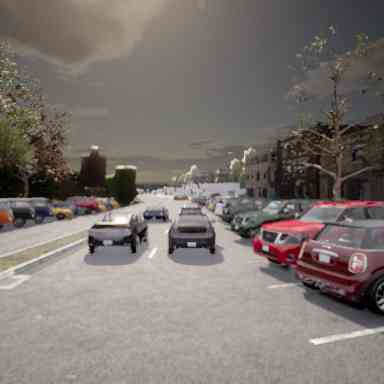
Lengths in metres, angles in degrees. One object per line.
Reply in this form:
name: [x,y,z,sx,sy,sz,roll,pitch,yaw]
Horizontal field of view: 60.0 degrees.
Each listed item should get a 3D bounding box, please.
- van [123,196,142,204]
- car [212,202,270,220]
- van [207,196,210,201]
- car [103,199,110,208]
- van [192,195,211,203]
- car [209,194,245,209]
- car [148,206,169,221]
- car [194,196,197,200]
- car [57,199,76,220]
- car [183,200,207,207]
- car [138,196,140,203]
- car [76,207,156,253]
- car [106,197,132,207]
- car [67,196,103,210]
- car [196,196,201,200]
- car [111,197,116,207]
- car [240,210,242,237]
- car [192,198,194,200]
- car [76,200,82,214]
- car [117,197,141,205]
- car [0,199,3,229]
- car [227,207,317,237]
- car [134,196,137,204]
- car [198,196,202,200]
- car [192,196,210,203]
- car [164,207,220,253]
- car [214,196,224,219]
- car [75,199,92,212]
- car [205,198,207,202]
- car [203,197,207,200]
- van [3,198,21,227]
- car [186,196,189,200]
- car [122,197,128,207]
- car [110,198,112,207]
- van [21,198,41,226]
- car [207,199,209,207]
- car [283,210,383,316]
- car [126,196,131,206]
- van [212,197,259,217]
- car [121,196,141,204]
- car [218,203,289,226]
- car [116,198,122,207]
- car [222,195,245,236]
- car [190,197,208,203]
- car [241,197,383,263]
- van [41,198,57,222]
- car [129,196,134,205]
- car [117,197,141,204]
van: [-15.894,2.006,88.675,4.442,1.987,1.878,-1,-1,-25]
car: [4.681,1.737,31.640,5.008,1.535,2.097,1,0,-20]
van: [4.528,1.580,40.630,4.442,1.987,1.878,1,0,-21]
car: [-13.404,1.835,41.365,5.366,1.575,1.946,-1,-1,-20]
van: [2.545,1.928,85.864,4.442,1.987,1.878,1,0,-25]
car: [4.716,1.462,28.651,5.566,2.045,2.435,1,-1,-20]
car: [-3.070,1.835,29.097,1.895,1.301,4.718,0,0,0]
car: [3.889,1.765,67.819,5.566,2.045,2.435,1,0,-23]
car: [-13.334,1.738,29.464,5.366,1.575,1.946,-1,-1,-20]
car: [-0.069,1.728,29.307,2.128,1.511,4.902,0,0,0]
car: [-14.761,2.149,73.867,4.674,1.452,2.002,-1,0,-24]
car: [-3.008,1.609,14.290,2.128,1.511,4.902,0,0,0]
car: [-14.270,1.910,64.992,4.553,1.767,2.185,-1,-1,-23]
car: [-13.581,1.564,38.313,5.566,2.045,2.435,-1,0,-20]
car: [4.064,1.993,64.814,5.008,1.535,2.097,1,0,-23]
car: [-13.625,1.762,47.243,4.553,1.767,2.185,-1,0,-21]
car: [4.716,1.622,13.595,4.792,1.488,2.163,1,0,-20]
car: [3.133,2.149,79.895,4.674,1.452,2.002,1,-1,-25]
car: [-13.548,1.797,32.359,4.792,1.488,2.163,-1,0,-20]
car: [-15.040,2.154,79.854,5.366,1.575,1.946,-1,-1,-24]
car: [-13.485,1.395,17.481,5.566,2.045,2.435,-1,0,-20]
car: [4.694,1.670,19.607,4.792,1.488,2.163,1,0,-20]
car: [-14.565,2.059,67.881,5.366,1.575,1.946,-1,0,-23]
car: [4.293,1.947,58.781,5.008,1.535,2.097,1,-1,-22]
car: [2.403,2.054,88.935,4.553,1.767,2.185,1,0,-26]
car: [-0.008,1.624,14.294,1.837,1.490,4.892,0,0,0]
car: [4.738,1.414,22.643,5.566,2.045,2.435,1,-1,-20]
car: [-13.510,1.820,35.363,4.792,1.488,2.163,-1,-1,-20]
car: [4.780,1.832,43.757,5.366,1.575,1.946,1,-1,-21]
car: [4.584,1.855,46.699,5.008,1.535,2.097,1,0,-21]
van: [-13.361,1.443,20.512,4.442,1.987,1.878,-1,-1,-20]
car: [1.914,2.196,91.847,5.366,1.575,1.946,1,0,-26]
car: [-13.898,1.991,56.105,4.792,1.488,2.163,-1,0,-22]
car: [-13.603,1.865,44.265,4.892,1.521,2.231,-1,0,-21]
van: [-13.376,1.467,23.489,4.442,1.987,1.878,-1,-1,-20]
car: [4.678,1.814,37.673,4.792,1.488,2.163,1,-1,-20]
car: [4.724,1.420,7.590,4.553,1.767,2.185,1,-1,-20]
car: [-13.946,2.015,59.099,4.792,1.488,2.163,-1,-1,-22]
van: [4.561,1.533,34.605,4.442,1.987,1.878,1,0,-20]
car: [-15.684,2.082,85.687,4.553,1.767,2.185,-1,0,-25]
car: [4.703,1.689,25.630,5.008,1.535,2.097,1,0,-20]
car: [-13.700,1.913,50.197,5.008,1.535,2.097,-1,0,-21]
car: [4.711,1.365,16.602,5.566,2.045,2.435,1,0,-20]
car: [1.957,2.261,94.907,4.792,1.488,2.163,1,-1,-26]
car: [4.729,1.318,10.588,5.566,2.045,2.435,1,0,-20]
van: [-13.391,1.492,26.467,4.442,1.987,1.878,-1,-1,-20]
car: [-14.090,2.010,62.041,5.008,1.535,2.097,-1,0,-22]
car: [-15.619,2.183,82.646,5.366,1.575,1.946,-1,0,-25]
